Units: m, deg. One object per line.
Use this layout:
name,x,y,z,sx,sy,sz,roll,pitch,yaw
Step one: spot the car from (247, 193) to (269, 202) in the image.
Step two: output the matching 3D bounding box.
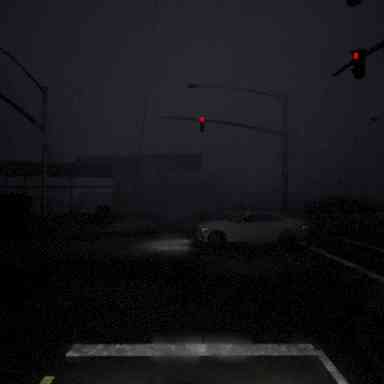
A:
car,13.287,1.349,65.878,3.806,1.475,1.970,0,0,0

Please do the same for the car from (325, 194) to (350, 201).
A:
car,31.800,1.284,72.795,4.514,1.523,2.007,0,0,0

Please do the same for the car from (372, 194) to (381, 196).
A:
car,38.837,1.219,69.109,3.806,1.475,1.970,0,0,0

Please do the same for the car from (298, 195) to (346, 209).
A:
car,13.223,1.324,31.621,5.027,1.636,2.152,0,0,0

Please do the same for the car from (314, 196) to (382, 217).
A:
car,13.265,1.334,28.484,4.514,1.523,2.007,0,0,0

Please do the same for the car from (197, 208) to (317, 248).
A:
car,2.543,1.523,14.211,4.674,1.442,1.812,0,0,0

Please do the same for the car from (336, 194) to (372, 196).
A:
car,20.937,1.311,43.441,3.633,1.501,1.845,0,0,0

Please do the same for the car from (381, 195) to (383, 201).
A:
car,39.139,1.142,62.690,5.027,1.636,2.152,0,0,0

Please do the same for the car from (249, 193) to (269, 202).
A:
car,13.909,1.064,69.201,3.866,1.878,1.905,0,0,0

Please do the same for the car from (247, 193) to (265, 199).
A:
car,17.518,1.147,91.805,4.553,1.767,2.097,0,0,0

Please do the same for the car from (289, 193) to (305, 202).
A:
car,21.766,1.085,65.888,4.605,1.855,1.932,0,0,0
